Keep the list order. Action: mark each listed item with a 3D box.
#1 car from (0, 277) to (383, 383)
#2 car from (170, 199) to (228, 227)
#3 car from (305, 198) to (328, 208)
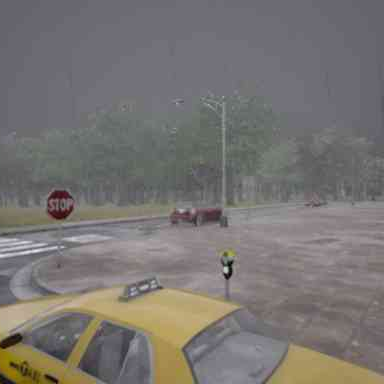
[{"bbox_3d":[-0.693,1.533,3.301,4.829,1.417,1.752,0,0,35],"label":"car"},{"bbox_3d":[0.589,1.238,22.121,2.097,1.767,4.553,0,0,36],"label":"car"},{"bbox_3d":[16.714,1.457,44.476,1.895,1.301,4.718,0,0,36],"label":"car"}]
